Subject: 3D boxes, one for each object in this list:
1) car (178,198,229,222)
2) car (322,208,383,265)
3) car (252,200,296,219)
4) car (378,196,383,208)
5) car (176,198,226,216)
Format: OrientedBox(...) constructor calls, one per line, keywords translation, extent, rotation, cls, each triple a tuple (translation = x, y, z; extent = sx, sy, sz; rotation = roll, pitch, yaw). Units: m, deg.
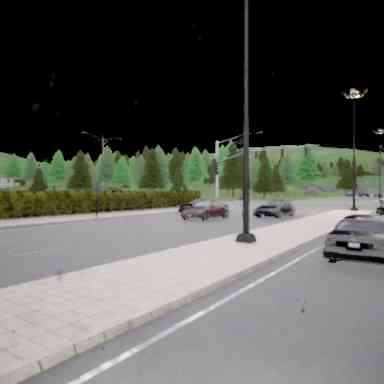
OrientedBox(translation=(1.123, 1.323, 24.686), extent=(1.812, 1.442, 4.674), rotation=(0, 1, 35), cls="car")
OrientedBox(translation=(5.790, 1.458, 10.986), extent=(2.033, 1.411, 5.357), rotation=(0, 1, 35), cls="car")
OrientedBox(translation=(6.717, 1.331, 26.577), extent=(2.033, 1.411, 5.357), rotation=(0, 1, 35), cls="car")
OrientedBox(translation=(13.573, 1.297, 22.289), extent=(1.882, 1.535, 5.008), rotation=(0, 1, 35), cls="car")
OrientedBox(translation=(0.942, 1.297, 30.530), extent=(2.033, 1.411, 5.357), rotation=(0, 1, 35), cls="car")
